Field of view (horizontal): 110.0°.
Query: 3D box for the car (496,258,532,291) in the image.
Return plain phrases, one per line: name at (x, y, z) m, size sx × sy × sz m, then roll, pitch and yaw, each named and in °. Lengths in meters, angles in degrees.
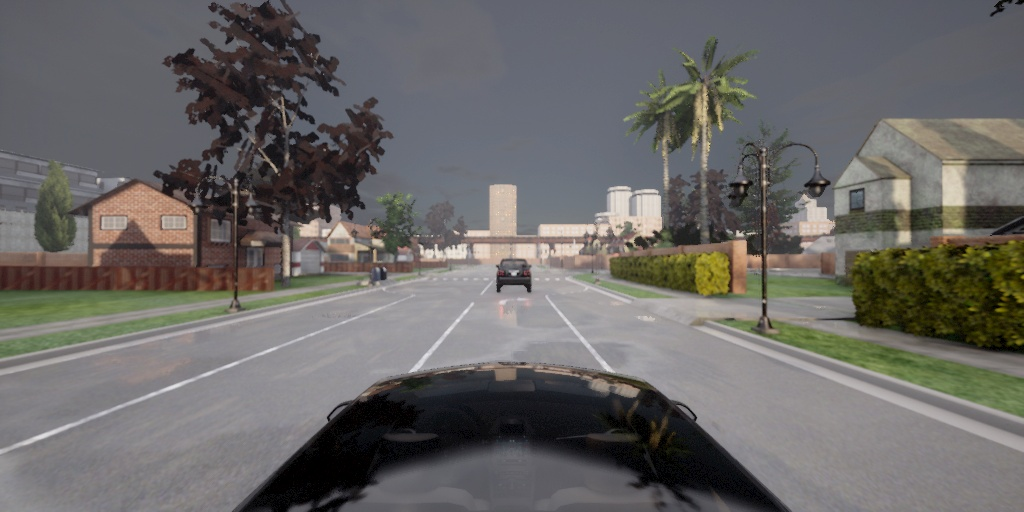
car at (0.115, 1.178, 23.729) m, size 2.150 × 2.045 × 5.566 m, roll 0°, pitch 0°, yaw 0°
